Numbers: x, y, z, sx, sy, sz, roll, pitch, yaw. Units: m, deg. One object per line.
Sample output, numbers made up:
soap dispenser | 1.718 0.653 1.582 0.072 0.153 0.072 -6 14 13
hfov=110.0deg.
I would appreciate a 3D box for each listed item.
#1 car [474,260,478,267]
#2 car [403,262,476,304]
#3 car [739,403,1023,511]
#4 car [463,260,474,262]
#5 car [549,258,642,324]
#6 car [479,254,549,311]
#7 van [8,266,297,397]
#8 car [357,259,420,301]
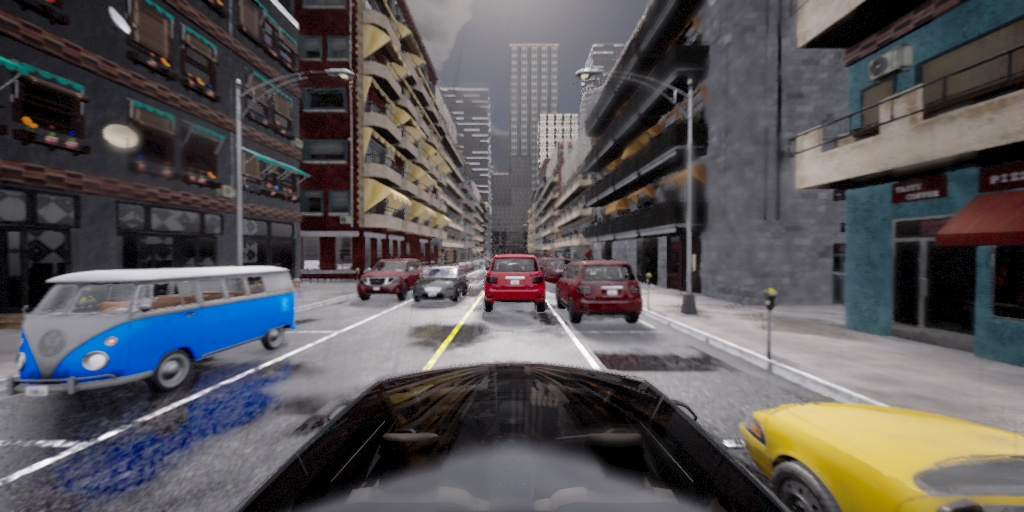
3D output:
car | -5.705 1.295 45.588 1.802 1.307 4.207 0 0 0
car | -3.103 1.228 16.453 2.128 1.511 4.902 0 0 0
car | 2.689 1.277 0.916 1.751 1.417 4.829 0 0 0
car | -5.703 1.299 39.986 1.802 1.307 4.207 0 0 0
car | 2.685 1.056 11.950 2.192 1.841 5.009 0 0 0
car | 0.096 0.961 14.471 2.150 2.045 5.566 0 0 0
van | -5.661 1.086 6.374 1.690 1.789 3.998 0 0 0
car | -5.687 1.050 17.578 2.192 1.841 5.009 0 0 0
